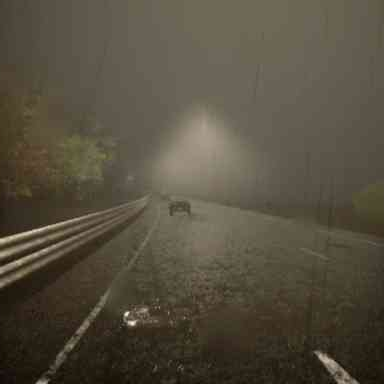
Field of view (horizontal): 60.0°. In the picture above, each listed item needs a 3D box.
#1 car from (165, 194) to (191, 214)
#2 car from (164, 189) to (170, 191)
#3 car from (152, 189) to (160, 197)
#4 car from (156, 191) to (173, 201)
[{"bbox_3d":[-1.173,1.202,30.623,2.128,1.511,4.902,0,1,-5],"label":"car"},{"bbox_3d":[-6.329,0.529,92.967,1.812,1.442,4.674,0,1,-9],"label":"car"},{"bbox_3d":[-10.169,0.222,94.938,2.150,2.045,5.566,0,1,-9],"label":"car"},{"bbox_3d":[-5.153,0.929,62.497,1.994,1.385,4.181,0,1,-9],"label":"car"}]
